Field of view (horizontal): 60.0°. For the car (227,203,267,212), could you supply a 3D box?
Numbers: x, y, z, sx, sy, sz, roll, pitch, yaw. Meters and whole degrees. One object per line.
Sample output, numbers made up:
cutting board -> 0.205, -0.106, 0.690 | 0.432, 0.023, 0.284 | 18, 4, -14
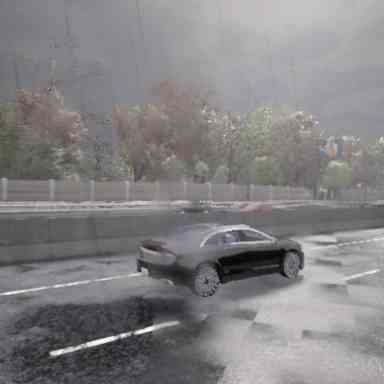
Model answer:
car -> 5.839, 1.713, 29.624 | 5.008, 1.535, 1.882 | 1, 0, -35

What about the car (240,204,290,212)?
car -> 6.283, 1.815, 25.646 | 4.718, 1.301, 1.895 | 1, 0, -35

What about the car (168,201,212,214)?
car -> -0.167, 1.714, 33.940 | 4.892, 1.490, 1.837 | 1, 0, -35

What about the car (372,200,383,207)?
car -> 33.090, 2.143, 57.504 | 5.008, 1.535, 1.882 | 1, 0, -35

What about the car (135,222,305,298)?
car -> 0.938, 1.552, 8.706 | 4.902, 1.511, 2.128 | 1, 0, -35

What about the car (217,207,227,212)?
car -> 4.979, 1.798, 33.309 | 5.357, 1.411, 2.033 | 1, 0, -35
